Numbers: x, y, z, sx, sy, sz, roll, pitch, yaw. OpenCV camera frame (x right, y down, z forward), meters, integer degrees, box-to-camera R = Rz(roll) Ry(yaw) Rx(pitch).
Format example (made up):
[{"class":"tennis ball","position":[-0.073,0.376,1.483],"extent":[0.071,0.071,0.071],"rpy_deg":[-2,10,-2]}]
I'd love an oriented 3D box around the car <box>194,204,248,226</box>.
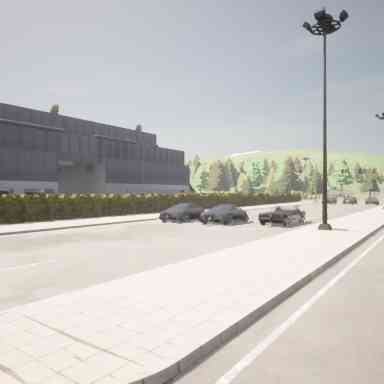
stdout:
[{"class":"car","position":[2.320,1.564,23.486],"extent":[1.994,1.385,4.181],"rpy_deg":[0,0,36]}]

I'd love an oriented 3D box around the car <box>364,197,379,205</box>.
[{"class":"car","position":[31.325,1.563,57.818],"extent":[1.812,1.442,4.674],"rpy_deg":[0,0,35]}]

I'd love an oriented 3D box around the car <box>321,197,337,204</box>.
[{"class":"car","position":[25.620,1.578,61.874],"extent":[2.033,1.411,5.357],"rpy_deg":[0,0,35]}]

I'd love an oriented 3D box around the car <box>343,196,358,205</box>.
[{"class":"car","position":[28.472,1.509,59.846],"extent":[2.128,1.511,4.902],"rpy_deg":[0,0,35]}]

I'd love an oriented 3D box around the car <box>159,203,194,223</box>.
[{"class":"car","position":[-0.628,1.564,25.381],"extent":[1.994,1.385,4.181],"rpy_deg":[0,0,36]}]

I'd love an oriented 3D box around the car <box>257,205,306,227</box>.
[{"class":"car","position":[6.279,1.601,22.993],"extent":[1.895,1.301,4.718],"rpy_deg":[0,0,36]}]
